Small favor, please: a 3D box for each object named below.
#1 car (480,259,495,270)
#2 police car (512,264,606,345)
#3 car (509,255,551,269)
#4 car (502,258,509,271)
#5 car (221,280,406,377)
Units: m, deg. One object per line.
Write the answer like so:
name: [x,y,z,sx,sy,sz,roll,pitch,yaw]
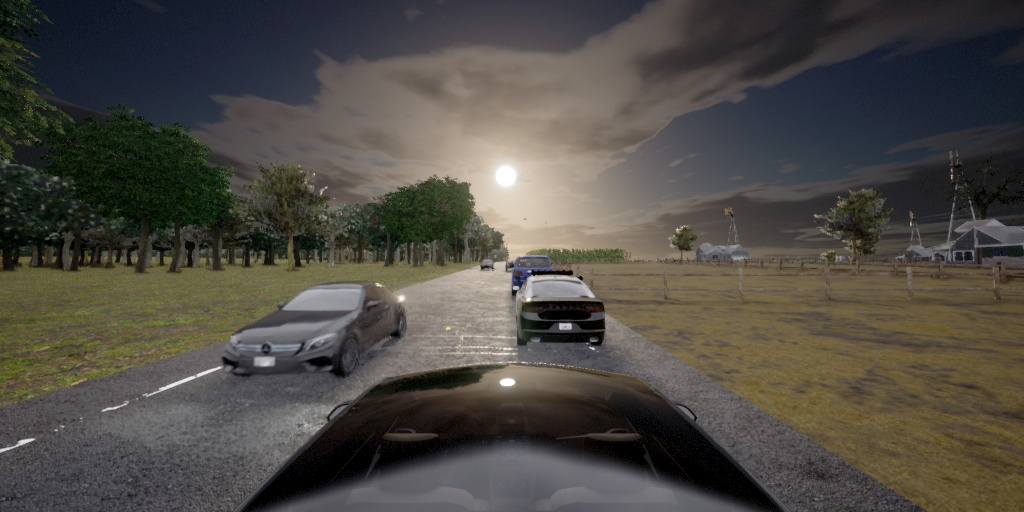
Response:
car: [-3.581,1.265,52.126,1.837,1.490,4.892,0,0,0]
police car: [1.052,1.181,9.628,1.930,1.638,5.238,0,0,0]
car: [1.055,0.984,19.560,2.150,2.045,5.566,0,0,0]
car: [0.050,1.253,50.136,2.128,1.511,4.902,0,0,1]
car: [-3.599,1.280,7.544,1.812,1.442,4.674,0,0,0]
